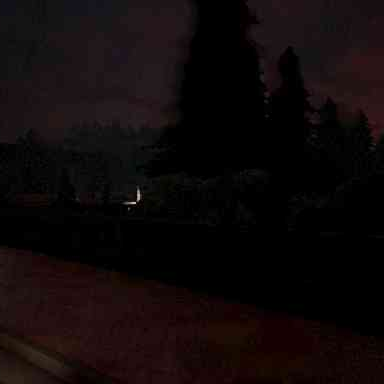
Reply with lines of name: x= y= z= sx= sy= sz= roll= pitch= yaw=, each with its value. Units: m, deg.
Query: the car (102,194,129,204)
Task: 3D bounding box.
car: x=-14.056 y=1.186 z=61.207 sx=1.837 sy=1.490 sz=4.892 roll=0 pitch=3 yaw=36

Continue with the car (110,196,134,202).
car: x=-6.392 y=1.491 z=35.522 sx=2.128 sy=1.511 sz=4.902 roll=0 pitch=0 yaw=36

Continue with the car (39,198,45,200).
car: x=-20.441 y=1.526 z=46.306 sx=1.812 sy=1.442 sz=4.674 roll=0 pitch=0 yaw=36

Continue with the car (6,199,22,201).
car: x=-25.015 y=1.601 z=45.941 sx=1.895 sy=1.301 sz=4.718 roll=0 pitch=0 yaw=36

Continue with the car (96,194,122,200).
car: x=-14.544 y=1.391 z=54.532 sx=2.128 sy=1.511 sz=4.902 roll=0 pitch=2 yaw=36

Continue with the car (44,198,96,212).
car: x=-13.642 y=1.525 z=37.425 sx=1.812 sy=1.442 sz=4.674 roll=0 pitch=0 yaw=36

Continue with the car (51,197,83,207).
car: x=-19.879 y=1.506 z=53.088 sx=1.812 sy=1.442 sz=4.674 roll=0 pitch=1 yaw=35
